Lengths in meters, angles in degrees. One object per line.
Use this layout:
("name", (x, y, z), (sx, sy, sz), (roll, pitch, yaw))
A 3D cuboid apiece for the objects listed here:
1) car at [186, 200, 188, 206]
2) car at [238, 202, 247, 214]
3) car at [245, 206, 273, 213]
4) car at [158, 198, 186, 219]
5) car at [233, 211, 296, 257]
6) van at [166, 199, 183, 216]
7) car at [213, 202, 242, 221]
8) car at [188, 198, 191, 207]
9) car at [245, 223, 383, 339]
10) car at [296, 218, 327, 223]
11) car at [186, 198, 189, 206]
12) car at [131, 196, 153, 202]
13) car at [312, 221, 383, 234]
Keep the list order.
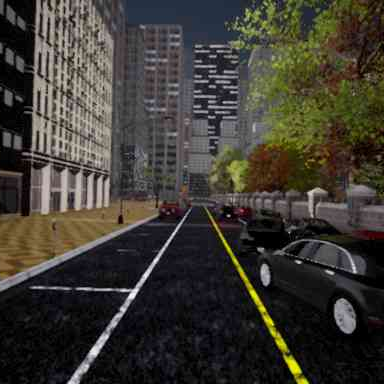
("car", (-1.867, 2.056, 43.933), (1.802, 1.307, 4.206), (1, -1, 1))
("car", (6.034, 2.183, 38.129), (1.802, 1.307, 4.206), (1, -1, 1))
("car", (5.797, 2.032, 27.033), (1.947, 1.339, 4.313), (1, -1, 1))
("car", (-2.097, 1.655, 32.857), (2.192, 1.841, 5.009), (1, -1, 1))
("car", (3.106, 1.745, 13.591), (1.837, 1.490, 4.892), (1, -1, 18))
("van", (-1.979, 1.748, 38.397), (1.690, 1.788, 3.998), (1, -1, 1))
("car", (3.360, 1.993, 32.257), (1.812, 1.442, 4.674), (1, -1, 1))
("car", (-1.242, 2.059, 66.089), (2.192, 1.841, 5.009), (1, -1, 1))
("car", (3.030, 1.664, 6.999), (1.837, 1.490, 4.892), (1, -1, -14))
("car", (5.560, 1.894, 15.936), (1.947, 1.339, 4.313), (1, -1, 1))
("car", (-1.751, 2.064, 49.303), (1.752, 1.417, 4.829), (1, -1, 1))
("car", (-13.228, 2.083, 87.696), (4.206, 1.307, 1.802), (2, -1, 2))
("car", (5.442, 1.841, 10.388), (1.802, 1.307, 4.206), (1, -1, 1))
